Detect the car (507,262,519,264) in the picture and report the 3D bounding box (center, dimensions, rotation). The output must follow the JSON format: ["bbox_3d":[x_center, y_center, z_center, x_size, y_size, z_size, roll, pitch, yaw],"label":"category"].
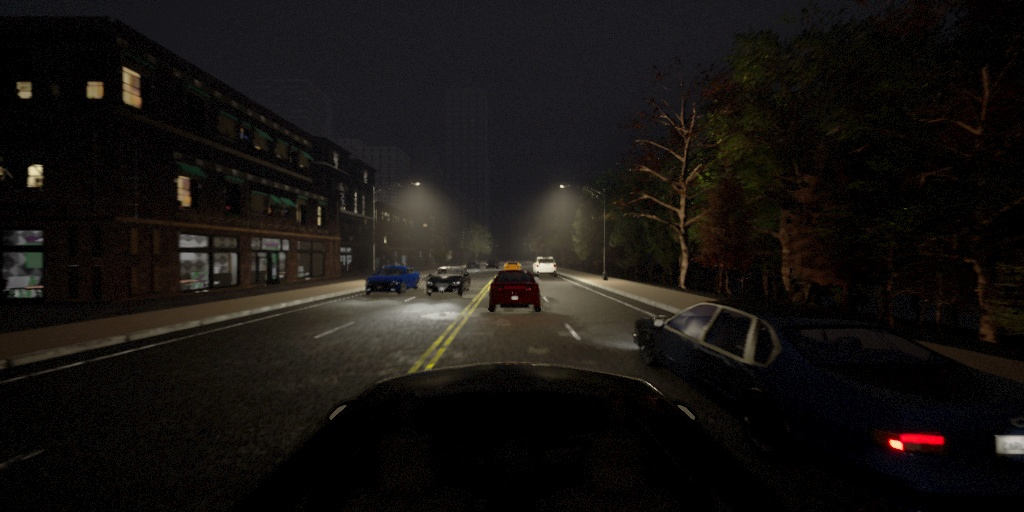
[{"bbox_3d":[0.088,1.406,42.675,1.882,1.535,5.008,0,0,0],"label":"car"}]

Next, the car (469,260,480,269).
[{"bbox_3d":[-6.548,1.500,61.909,2.128,1.511,4.902,0,0,1],"label":"car"}]

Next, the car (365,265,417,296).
[{"bbox_3d":[-6.603,1.310,20.342,1.882,1.535,5.008,0,0,0],"label":"car"}]

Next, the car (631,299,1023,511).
[{"bbox_3d":[3.349,1.311,4.896,2.033,1.411,5.357,0,0,0],"label":"car"}]

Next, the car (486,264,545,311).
[{"bbox_3d":[0.096,1.285,14.779,1.882,1.535,5.008,0,0,0],"label":"car"}]

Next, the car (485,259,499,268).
[{"bbox_3d":[-3.301,1.355,60.720,2.097,1.767,4.553,0,0,0],"label":"car"}]

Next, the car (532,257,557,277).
[{"bbox_3d":[3.339,1.129,37.385,2.150,2.045,5.566,0,0,0],"label":"car"}]

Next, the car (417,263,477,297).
[{"bbox_3d":[-3.353,1.320,19.621,2.128,1.511,4.902,0,0,0],"label":"car"}]
